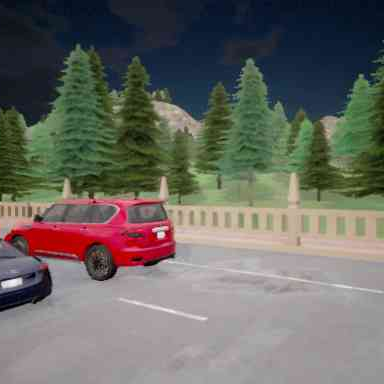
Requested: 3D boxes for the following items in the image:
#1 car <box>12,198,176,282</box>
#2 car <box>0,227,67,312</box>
[{"bbox_3d":[-3.101,1.196,9.887,5.566,2.045,2.150,0,0,31],"label":"car"},{"bbox_3d":[-4.832,1.552,6.801,4.181,1.385,1.994,0,0,31],"label":"car"}]
